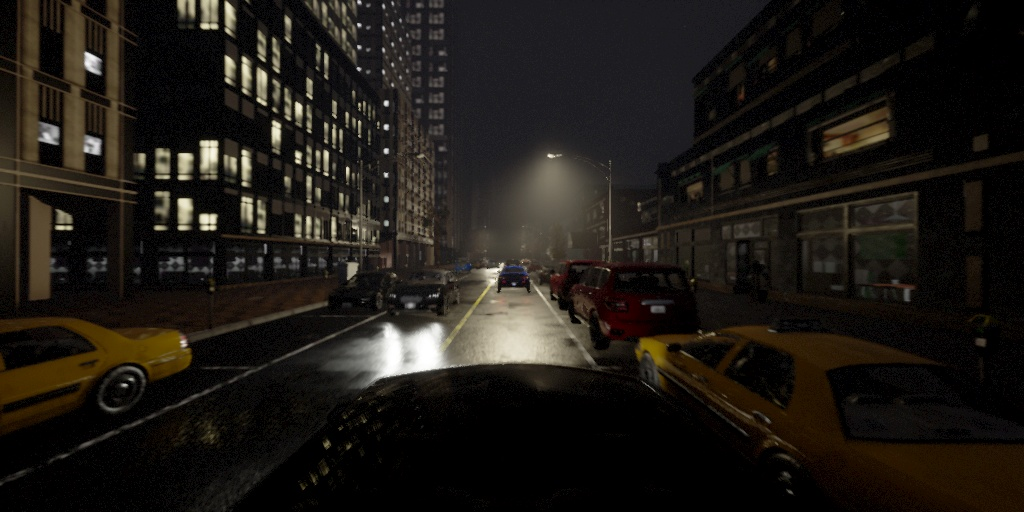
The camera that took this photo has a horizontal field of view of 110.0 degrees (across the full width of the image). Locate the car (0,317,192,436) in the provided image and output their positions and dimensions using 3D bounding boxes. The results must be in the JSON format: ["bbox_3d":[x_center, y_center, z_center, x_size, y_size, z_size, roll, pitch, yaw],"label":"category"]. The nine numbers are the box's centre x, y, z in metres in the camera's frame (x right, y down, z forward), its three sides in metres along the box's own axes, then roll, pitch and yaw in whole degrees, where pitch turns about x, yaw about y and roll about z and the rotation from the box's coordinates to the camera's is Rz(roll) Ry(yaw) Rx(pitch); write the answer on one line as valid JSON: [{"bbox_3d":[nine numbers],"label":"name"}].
[{"bbox_3d":[-5.690,1.276,3.296,1.751,1.417,4.829,0,0,0],"label":"car"}]

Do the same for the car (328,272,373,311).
[{"bbox_3d":[-5.689,1.320,14.540,1.948,1.339,4.313,0,0,0],"label":"car"}]

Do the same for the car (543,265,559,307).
[{"bbox_3d":[2.692,1.069,14.537,2.192,1.841,5.009,0,0,0],"label":"car"}]

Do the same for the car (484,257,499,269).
[{"bbox_3d":[-2.995,1.345,56.591,1.812,1.442,4.674,0,0,0],"label":"car"}]

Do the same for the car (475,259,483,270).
[{"bbox_3d":[-5.686,1.304,53.129,1.751,1.417,4.829,0,0,0],"label":"car"}]

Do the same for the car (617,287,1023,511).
[{"bbox_3d":[2.691,1.276,3.633,1.751,1.417,4.829,0,0,0],"label":"car"}]

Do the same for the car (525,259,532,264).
[{"bbox_3d":[2.694,1.351,42.222,1.802,1.307,4.207,0,0,0],"label":"car"}]

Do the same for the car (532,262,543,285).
[{"bbox_3d":[2.692,1.324,25.611,1.948,1.339,4.313,0,0,0],"label":"car"}]

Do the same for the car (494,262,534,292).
[{"bbox_3d":[0.102,1.282,21.243,1.812,1.442,4.674,0,0,0],"label":"car"}]

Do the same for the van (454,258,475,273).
[{"bbox_3d":[-5.687,1.110,42.224,1.690,1.789,3.998,0,0,0],"label":"van"}]

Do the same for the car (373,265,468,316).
[{"bbox_3d":[-3.098,1.245,13.383,2.128,1.511,4.902,0,0,0],"label":"car"}]

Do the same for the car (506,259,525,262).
[{"bbox_3d":[0.105,1.120,40.869,2.097,1.767,4.553,0,0,0],"label":"car"}]

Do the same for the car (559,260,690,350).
[{"bbox_3d":[2.691,1.067,9.001,2.192,1.841,5.009,0,0,0],"label":"car"}]
